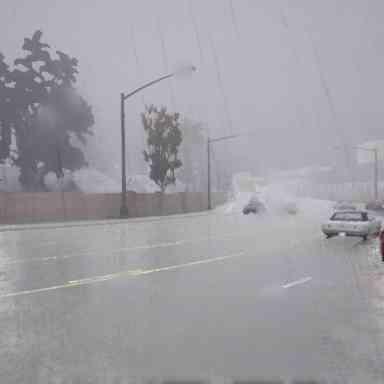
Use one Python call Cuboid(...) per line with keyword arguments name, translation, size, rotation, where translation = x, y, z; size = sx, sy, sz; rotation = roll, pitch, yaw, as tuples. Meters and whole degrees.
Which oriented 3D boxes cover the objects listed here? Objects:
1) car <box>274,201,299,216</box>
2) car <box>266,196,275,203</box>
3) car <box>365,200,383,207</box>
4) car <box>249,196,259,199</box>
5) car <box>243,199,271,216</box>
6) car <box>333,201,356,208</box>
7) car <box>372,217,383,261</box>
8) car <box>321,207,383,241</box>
Cuboid(name="car", translation=(9.951, 1.768, 34.295), size=(1.895, 1.301, 4.718), rotation=(-1, -1, 20))
Cuboid(name="car", translation=(17.643, 1.748, 75.117), size=(1.882, 1.535, 5.008), rotation=(-1, -1, 9))
Cuboid(name="car", translation=(22.757, 1.676, 40.735), size=(1.994, 1.385, 4.181), rotation=(-1, 0, 12))
Cuboid(name="car", translation=(14.311, 1.587, 76.497), size=(2.097, 1.767, 4.553), rotation=(-1, 0, 9))
Cuboid(name="car", translation=(6.854, 1.751, 35.832), size=(2.033, 1.411, 5.357), rotation=(-1, -1, 21))
Cuboid(name="car", translation=(19.854, 1.770, 43.594), size=(1.895, 1.301, 4.718), rotation=(-1, -1, 11))
Cuboid(name="car", translation=(7.953, 1.489, 11.300), size=(1.882, 1.535, 5.008), rotation=(0, 0, 43))
Cuboid(name="car", translation=(8.247, 1.636, 16.941), size=(1.895, 1.301, 4.718), rotation=(0, 0, 38))
